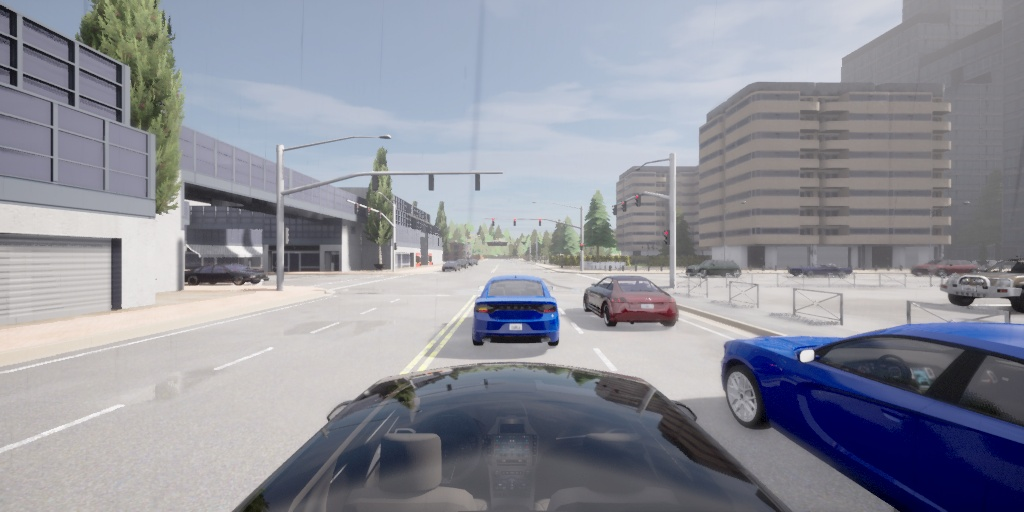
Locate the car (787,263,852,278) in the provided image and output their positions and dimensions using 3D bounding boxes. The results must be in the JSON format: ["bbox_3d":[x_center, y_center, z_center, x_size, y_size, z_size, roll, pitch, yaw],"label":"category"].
[{"bbox_3d":[28.792,1.351,33.618,4.718,1.301,1.895,0,0,-1],"label":"car"}]

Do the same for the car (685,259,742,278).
[{"bbox_3d":[18.689,1.102,33.411,4.553,1.767,2.097,0,0,-1],"label":"car"}]

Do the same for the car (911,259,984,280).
[{"bbox_3d":[40.684,1.103,33.839,4.553,1.767,2.097,0,0,-1],"label":"car"}]

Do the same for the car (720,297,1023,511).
[{"bbox_3d":[3.603,1.228,2.594,1.882,1.535,5.008,0,0,0],"label":"car"}]

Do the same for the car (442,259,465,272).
[{"bbox_3d":[-7.838,1.297,46.882,2.033,1.411,5.357,0,0,0],"label":"car"}]

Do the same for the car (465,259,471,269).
[{"bbox_3d":[-7.977,1.255,56.619,1.837,1.490,4.892,0,0,-1],"label":"car"}]

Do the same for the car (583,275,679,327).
[{"bbox_3d":[3.603,1.314,11.578,1.994,1.385,4.181,0,0,0],"label":"car"}]

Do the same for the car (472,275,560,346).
[{"bbox_3d":[0.095,1.228,9.446,1.882,1.535,5.008,0,0,0],"label":"car"}]

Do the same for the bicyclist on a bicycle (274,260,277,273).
[{"bbox_3d":[-25.837,1.053,39.663,0.582,1.620,1.656,0,0,-1],"label":"bicyclist on a bicycle"}]

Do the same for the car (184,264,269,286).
[{"bbox_3d":[-19.937,1.297,24.758,5.357,1.411,2.033,0,0,-1],"label":"car"}]
